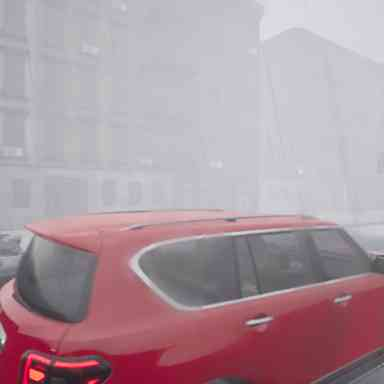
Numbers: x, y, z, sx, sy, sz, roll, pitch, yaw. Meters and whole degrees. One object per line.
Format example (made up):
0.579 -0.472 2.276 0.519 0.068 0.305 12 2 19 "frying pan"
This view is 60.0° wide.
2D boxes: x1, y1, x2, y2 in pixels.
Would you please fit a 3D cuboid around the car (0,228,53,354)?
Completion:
-4.684 1.470 4.335 5.008 1.535 1.882 0 0 -36 "car"

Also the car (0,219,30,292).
-6.338 1.498 7.148 4.892 1.490 1.837 0 0 -36 "car"

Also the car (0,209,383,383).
0.764 1.235 3.987 5.566 2.045 2.150 0 0 -36 "car"
